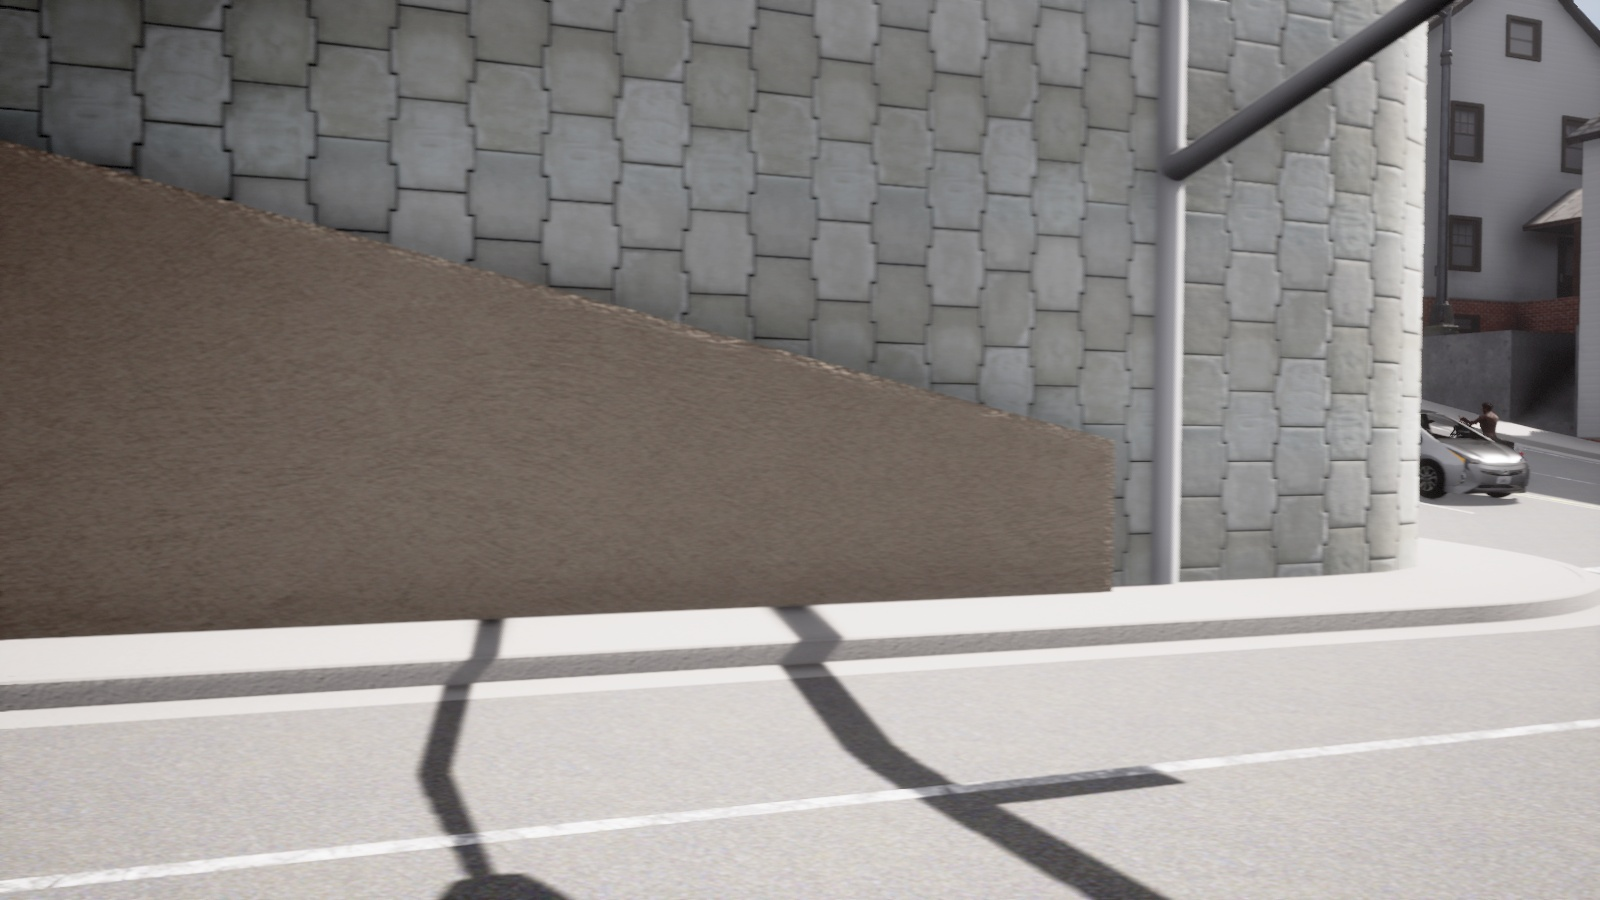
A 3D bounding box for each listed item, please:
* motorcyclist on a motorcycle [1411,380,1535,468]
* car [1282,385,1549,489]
[{"bbox_3d":[14.659,-0.601,27.458,0.766,1.649,2.350,-1,8,-20],"label":"motorcyclist on a motorcycle"},{"bbox_3d":[11.924,-0.348,24.731,2.007,1.525,4.514,-1,7,-20],"label":"car"}]
